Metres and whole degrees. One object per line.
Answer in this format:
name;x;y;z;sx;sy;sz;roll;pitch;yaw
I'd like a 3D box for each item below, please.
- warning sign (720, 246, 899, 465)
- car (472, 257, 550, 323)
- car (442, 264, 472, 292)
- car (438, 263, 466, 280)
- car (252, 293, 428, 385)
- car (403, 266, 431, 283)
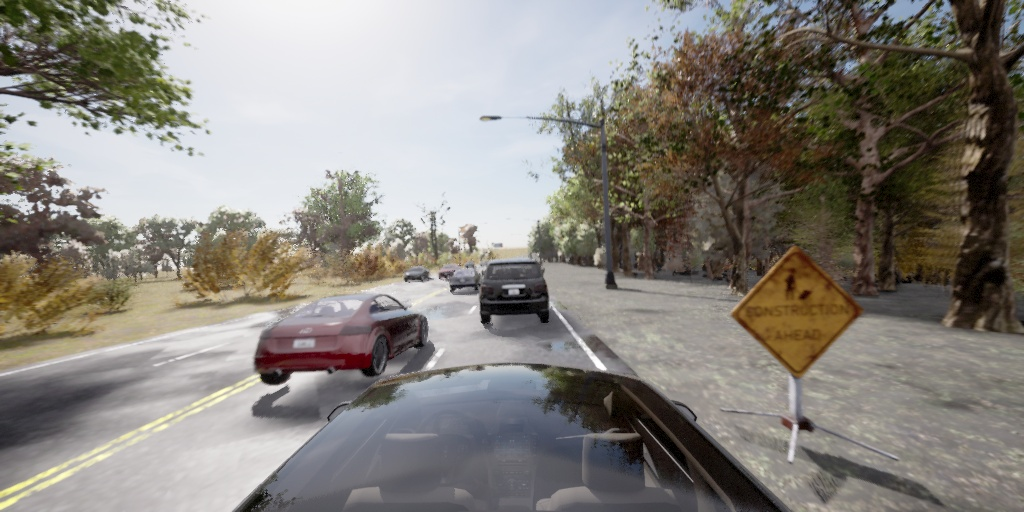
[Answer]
warning sign;2.839;0.831;3.580;1.300;1.860;1.060;0;0;0
car;0.062;1.057;12.870;2.150;2.045;5.566;-2;1;0
car;-3.116;1.571;24.753;2.033;1.411;5.357;-3;0;-1
car;-6.557;1.599;38.055;1.882;1.535;5.008;-7;-1;1
car;-3.144;1.471;7.482;1.994;1.385;4.181;-3;-5;1
car;-9.771;1.854;37.119;1.837;1.490;4.892;-3;0;0
